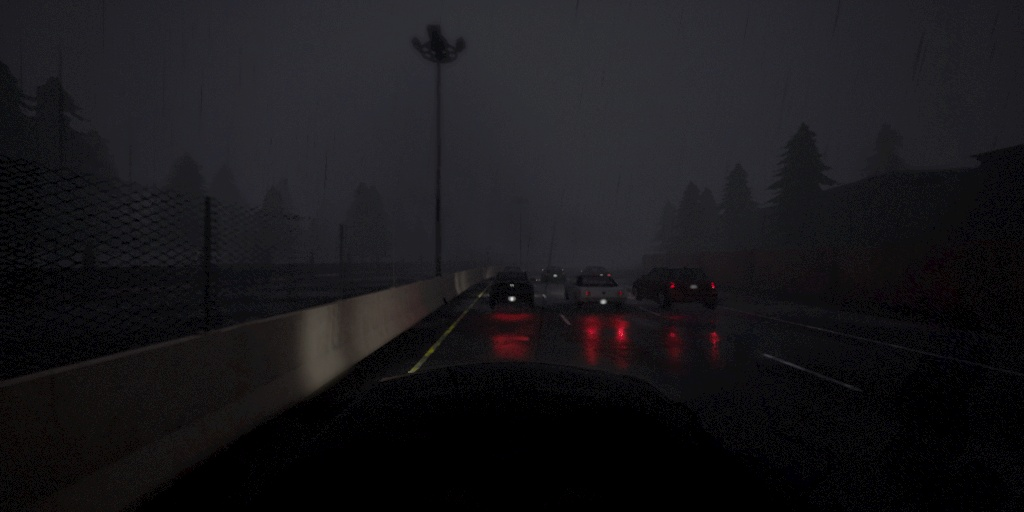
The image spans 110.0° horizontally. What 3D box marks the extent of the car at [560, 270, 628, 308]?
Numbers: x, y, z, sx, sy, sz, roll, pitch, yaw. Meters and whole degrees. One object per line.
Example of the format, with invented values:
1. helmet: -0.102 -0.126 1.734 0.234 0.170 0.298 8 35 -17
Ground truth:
1. car: 3.503 1.484 15.951 1.895 1.301 4.718 0 0 0

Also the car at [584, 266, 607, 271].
1. car: 7.035 1.567 30.536 2.033 1.411 5.357 0 -1 2

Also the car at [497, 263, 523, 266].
1. car: 0.037 1.568 30.706 2.033 1.411 5.357 0 -1 2

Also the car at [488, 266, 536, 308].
1. car: 0.006 1.392 16.146 1.837 1.490 4.892 0 0 0

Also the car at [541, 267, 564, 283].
1. car: 3.556 1.587 30.916 1.994 1.385 4.181 0 0 2

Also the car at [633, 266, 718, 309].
1. car: 7.004 1.233 15.931 2.097 1.767 4.553 0 -1 0
